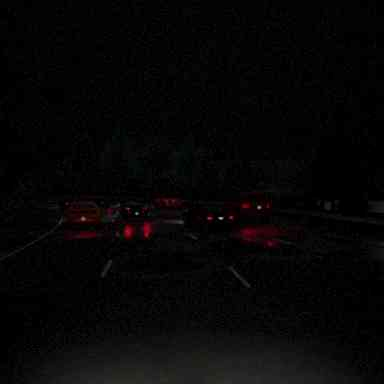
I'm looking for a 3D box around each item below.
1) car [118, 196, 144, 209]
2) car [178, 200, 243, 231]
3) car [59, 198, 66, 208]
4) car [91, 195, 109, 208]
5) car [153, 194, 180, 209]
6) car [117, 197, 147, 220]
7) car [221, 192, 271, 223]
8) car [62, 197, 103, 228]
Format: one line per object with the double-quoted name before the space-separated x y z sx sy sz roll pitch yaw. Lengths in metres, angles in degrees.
"car" -7.508 1.254 40.649 1.994 1.385 4.181 0 0 -29
"car" 0.869 1.397 19.722 2.033 1.411 5.357 0 0 -14
"car" -14.234 1.308 38.535 1.895 1.301 4.718 0 0 -29
"car" -11.702 1.167 41.047 1.882 1.535 5.008 0 0 -30
"car" -3.070 1.054 39.722 2.097 1.767 4.553 0 1 -27
"car" -4.673 1.329 25.863 1.812 1.442 4.674 0 0 -19
"car" 3.472 1.044 23.399 2.150 2.045 5.566 0 0 -16
"car" -6.740 1.319 20.843 1.882 1.535 5.008 0 0 -16
